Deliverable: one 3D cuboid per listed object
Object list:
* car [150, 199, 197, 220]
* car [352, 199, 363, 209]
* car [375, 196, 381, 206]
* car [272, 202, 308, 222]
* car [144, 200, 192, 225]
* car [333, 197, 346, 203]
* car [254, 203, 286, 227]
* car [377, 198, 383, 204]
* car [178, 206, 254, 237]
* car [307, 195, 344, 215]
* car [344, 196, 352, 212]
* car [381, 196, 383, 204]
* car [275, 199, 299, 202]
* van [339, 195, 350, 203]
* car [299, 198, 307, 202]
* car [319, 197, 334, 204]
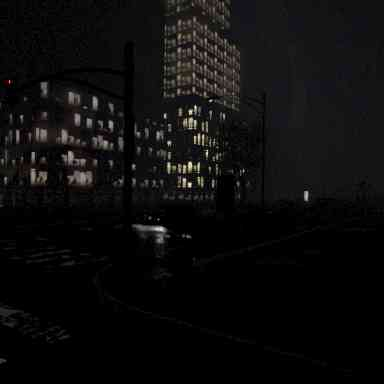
[{"bbox_3d":[-1.581,1.481,29.474,1.967,1.590,4.097,1,0,36],"label":"car"},{"bbox_3d":[25.052,1.773,51.209,1.967,1.590,4.097,1,0,36],"label":"car"},{"bbox_3d":[35.047,1.940,64.741,1.752,1.417,4.829,1,0,36],"label":"car"},{"bbox_3d":[7.992,1.779,27.899,1.802,1.307,4.206,1,0,36],"label":"car"},{"bbox_3d":[-1.485,1.571,25.024,1.837,1.490,4.892,1,0,36],"label":"car"},{"bbox_3d":[34.700,1.862,78.375,1.752,1.417,4.829,1,0,36],"label":"car"},{"bbox_3d":[4.737,1.737,23.490,1.947,1.339,4.313,1,0,36],"label":"car"},{"bbox_3d":[44.840,2.047,77.999,2.008,1.369,4.403,1,0,36],"label":"car"},{"bbox_3d":[1.479,1.696,19.081,2.008,1.369,4.403,1,0,36],"label":"car"},{"bbox_3d":[15.228,1.569,37.765,2.192,1.841,5.009,1,0,36],"label":"car"},{"bbox_3d":[18.498,1.720,42.251,1.967,1.590,4.097,1,0,36],"label":"car"},{"bbox_3d":[41.545,1.783,73.534,2.192,1.841,5.009,1,0,36],"label":"car"},{"bbox_3d":[11.701,1.650,42.815,1.882,1.535,5.008,1,0,37],"label":"car"},{"bbox_3d":[38.101,1.706,82.976,1.690,1.788,3.998,1,0,36],"label":"van"},{"bbox_3d":[18.209,1.726,56.050,1.752,1.417,4.829,1,0,36],"label":"car"},{"bbox_3d":[28.205,1.849,69.581,1.947,1.339,4.313,1,0,36],"label":"car"}]
